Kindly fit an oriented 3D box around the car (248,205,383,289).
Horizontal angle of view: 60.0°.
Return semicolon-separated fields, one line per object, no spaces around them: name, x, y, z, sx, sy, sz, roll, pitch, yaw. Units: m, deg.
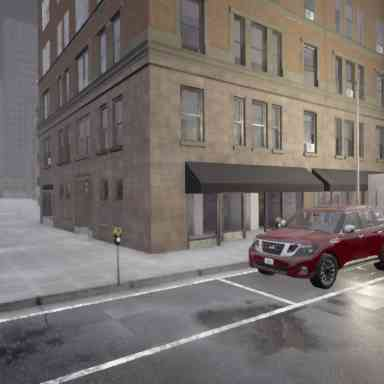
car;3.856;1.313;9.303;5.009;1.841;2.192;0;-1;-36
